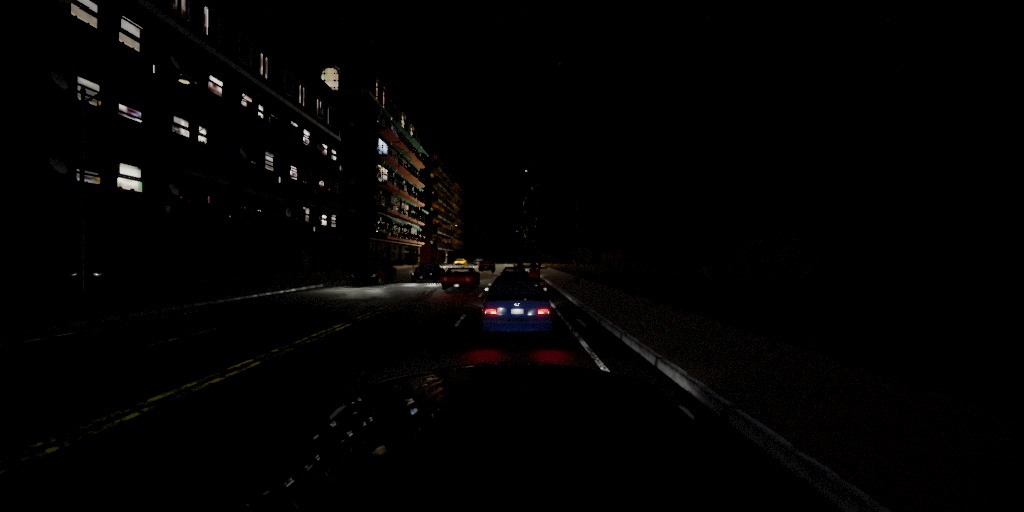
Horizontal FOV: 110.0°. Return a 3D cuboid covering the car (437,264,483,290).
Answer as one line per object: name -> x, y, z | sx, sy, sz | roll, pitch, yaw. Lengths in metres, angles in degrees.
car -> -3.116, 1.354, 22.504 | 1.895, 1.301, 4.718 | 0, 0, 0

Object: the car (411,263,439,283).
car -> -6.554, 1.279, 28.262 | 1.812, 1.442, 4.674 | 0, 0, 0

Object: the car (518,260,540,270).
car -> 1.187, 1.105, 29.865 | 2.097, 1.767, 4.553 | 0, 0, 0

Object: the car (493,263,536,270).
car -> 0.128, 1.317, 20.930 | 1.994, 1.385, 4.181 | 0, 0, 1

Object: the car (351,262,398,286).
car -> -9.808, 1.231, 25.884 | 1.882, 1.535, 5.008 | 0, 0, 0

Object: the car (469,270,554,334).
car -> 0.117, 1.299, 10.597 | 2.033, 1.411, 5.357 | 0, 0, 0

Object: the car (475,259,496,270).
car -> -3.073, 1.232, 44.759 | 1.882, 1.535, 5.008 | 0, -1, 0
